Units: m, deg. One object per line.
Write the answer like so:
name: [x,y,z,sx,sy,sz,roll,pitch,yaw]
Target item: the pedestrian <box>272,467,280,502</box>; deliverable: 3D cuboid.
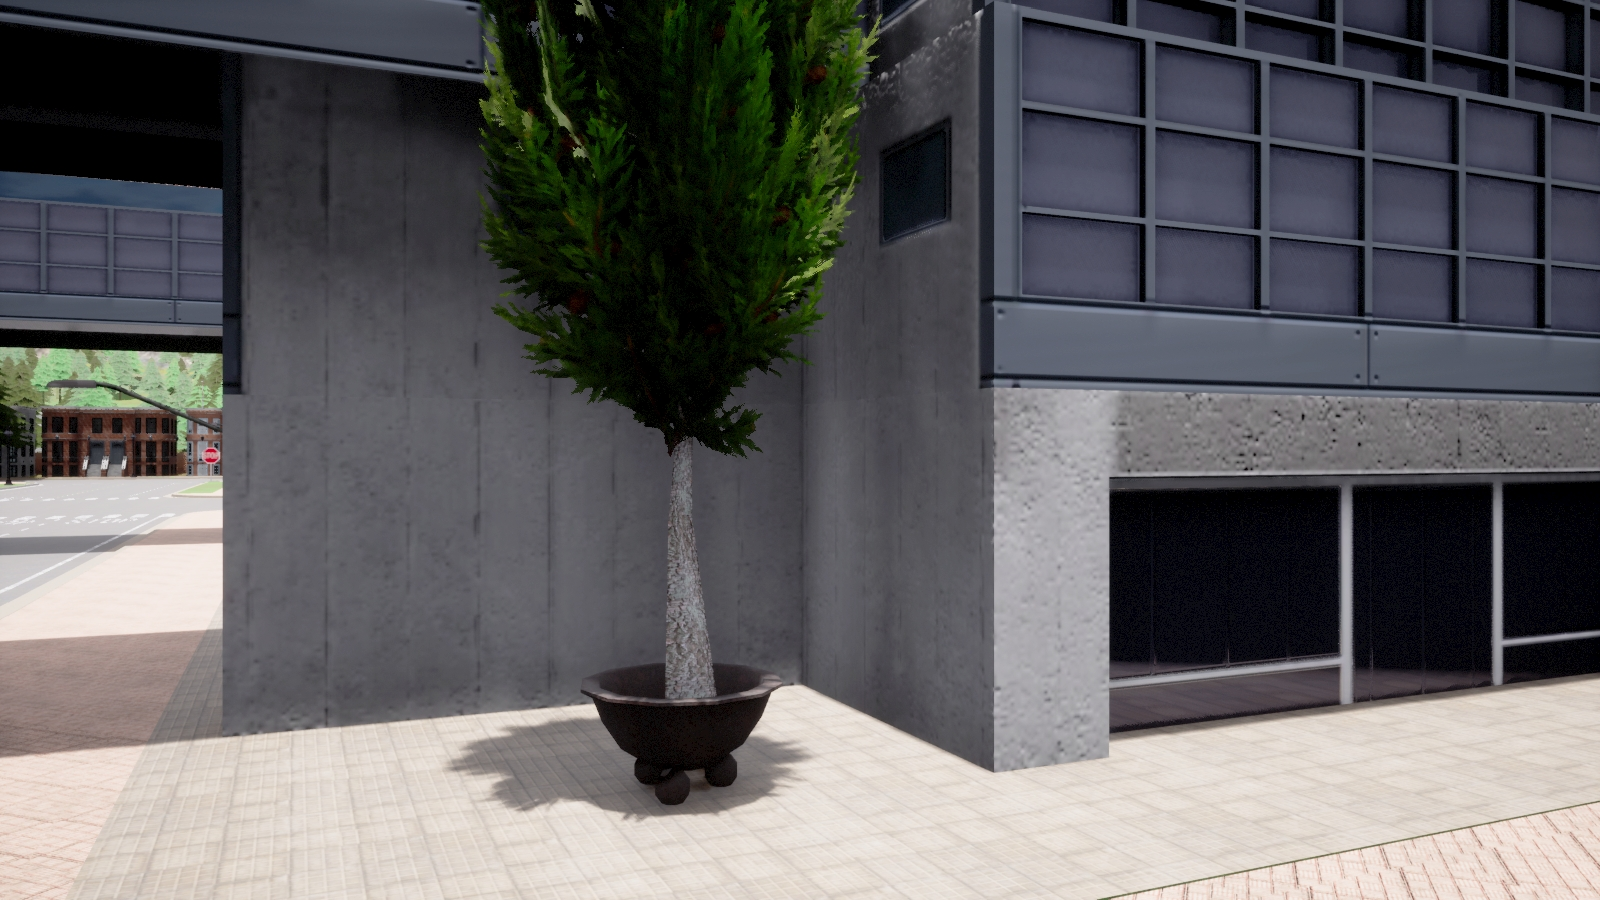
pedestrian: [-28.071,1.849,61.252,0.375,1.860,0.375,0,0,-24]
